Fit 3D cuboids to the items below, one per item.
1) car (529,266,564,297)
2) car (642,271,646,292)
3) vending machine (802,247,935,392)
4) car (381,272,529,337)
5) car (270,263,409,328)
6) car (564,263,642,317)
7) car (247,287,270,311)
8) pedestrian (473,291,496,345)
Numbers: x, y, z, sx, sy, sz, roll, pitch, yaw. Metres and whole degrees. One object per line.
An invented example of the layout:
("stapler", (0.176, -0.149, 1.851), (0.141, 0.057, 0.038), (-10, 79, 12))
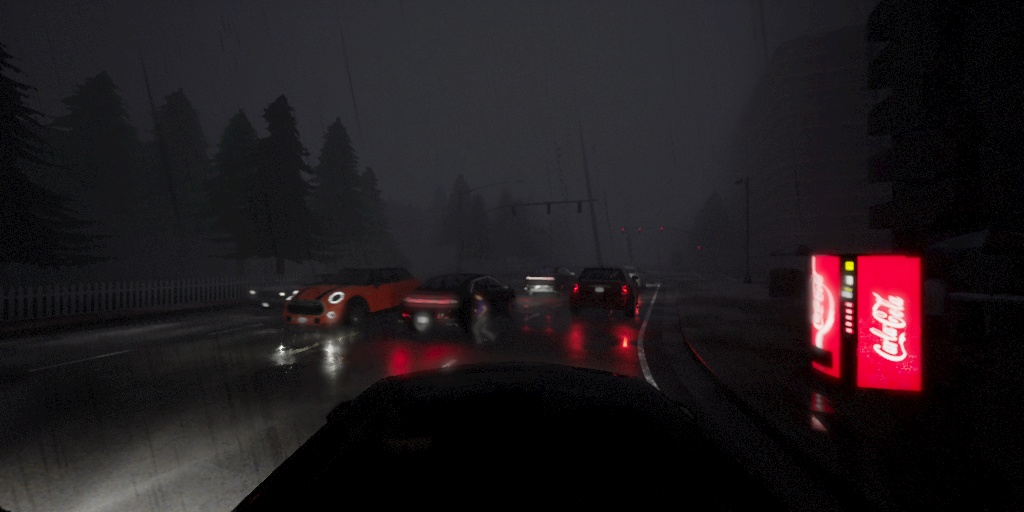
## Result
("car", (2.177, 1.286, 19.275), (2.128, 1.511, 4.902), (0, 0, 23))
("car", (7.137, 1.330, 21.992), (1.812, 1.442, 4.674), (0, 0, 24))
("vending machine", (5.393, 0.958, 5.525), (1.100, 2.100, 0.880), (0, 0, 14))
("car", (-1.276, 1.263, 10.530), (2.128, 1.511, 4.902), (0, 0, 18))
("car", (-4.879, 1.124, 11.698), (2.097, 1.767, 4.553), (0, 0, 19))
("car", (3.653, 1.134, 13.709), (2.097, 1.767, 4.553), (0, 0, 22))
("car", (-7.717, 1.377, 14.397), (1.895, 1.301, 4.718), (0, 0, 20))
("pedestrian", (-0.621, 1.339, 8.064), (0.375, 1.300, 0.375), (0, 0, 16))
